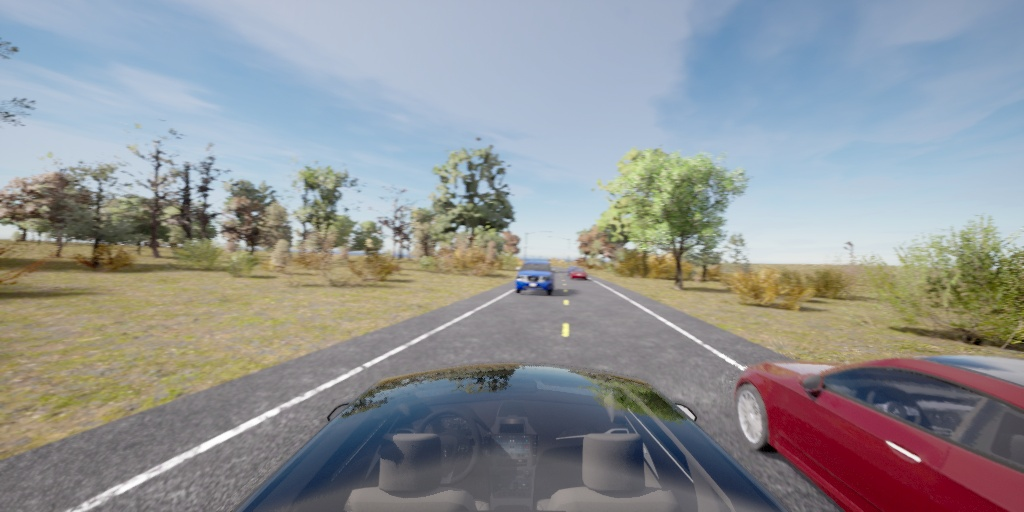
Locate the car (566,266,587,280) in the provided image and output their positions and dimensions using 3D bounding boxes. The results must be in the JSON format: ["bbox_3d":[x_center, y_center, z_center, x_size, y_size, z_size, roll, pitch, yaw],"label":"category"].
[{"bbox_3d":[7.943,2.126,43.040,1.994,1.385,4.181,2,-1,7],"label":"car"}]

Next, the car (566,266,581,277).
[{"bbox_3d":[9.131,2.258,53.352,1.812,1.442,4.674,2,-1,6],"label":"car"}]

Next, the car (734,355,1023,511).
[{"bbox_3d":[3.268,1.392,2.305,1.812,1.442,4.674,2,-1,9],"label":"car"}]

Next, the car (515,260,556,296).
[{"bbox_3d":[1.570,1.313,22.887,2.150,2.045,5.566,2,-1,8],"label":"car"}]
